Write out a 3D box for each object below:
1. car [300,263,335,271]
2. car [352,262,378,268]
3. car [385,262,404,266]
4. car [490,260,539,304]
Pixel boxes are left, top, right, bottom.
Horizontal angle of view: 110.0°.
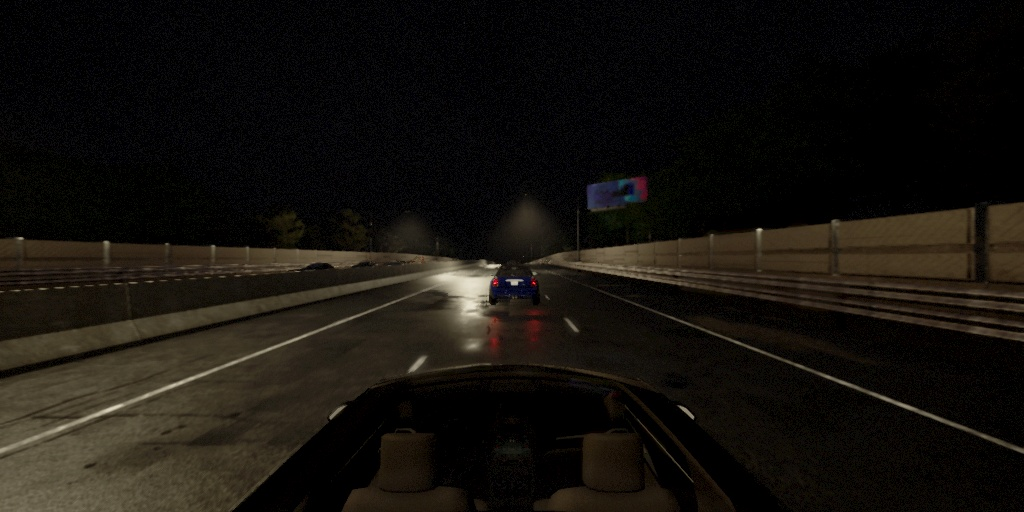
[{"bbox_3d":[-21.055,1.442,39.068,1.812,1.442,4.674,0,0,0],"label":"car"},{"bbox_3d":[-17.559,1.442,43.034,1.837,1.490,4.892,0,0,0],"label":"car"},{"bbox_3d":[-14.058,1.463,43.036,1.812,1.442,4.674,0,0,0],"label":"car"},{"bbox_3d":[0.105,1.158,16.876,2.097,1.767,4.553,0,0,0],"label":"car"}]
